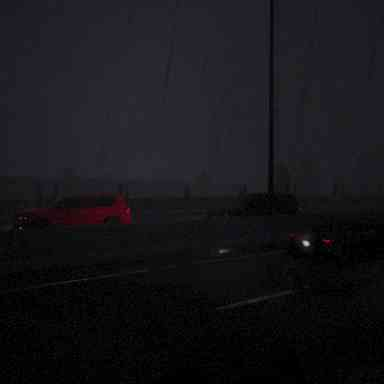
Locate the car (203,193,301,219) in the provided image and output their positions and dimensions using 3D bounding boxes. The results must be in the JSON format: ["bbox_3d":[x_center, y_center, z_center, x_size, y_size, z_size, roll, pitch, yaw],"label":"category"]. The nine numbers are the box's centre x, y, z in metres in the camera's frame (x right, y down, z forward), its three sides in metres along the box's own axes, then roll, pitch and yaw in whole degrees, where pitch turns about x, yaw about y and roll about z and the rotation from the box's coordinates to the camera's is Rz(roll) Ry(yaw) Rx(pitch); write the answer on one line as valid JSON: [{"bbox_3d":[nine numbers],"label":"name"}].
[{"bbox_3d":[3.331,1.082,17.915,5.566,2.045,2.150,0,0,-27],"label":"car"}]

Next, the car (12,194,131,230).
[{"bbox_3d":[-5.848,1.126,16.678,5.566,2.045,2.150,0,0,-32],"label":"car"}]

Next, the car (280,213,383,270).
[{"bbox_3d":[5.096,1.461,10.662,4.181,1.385,1.994,0,0,-29],"label":"car"}]
